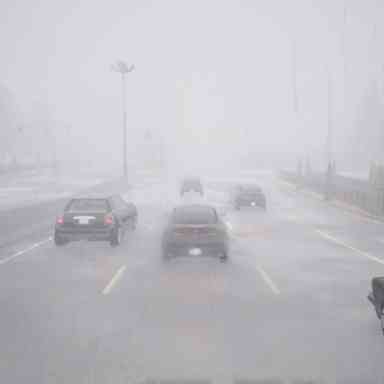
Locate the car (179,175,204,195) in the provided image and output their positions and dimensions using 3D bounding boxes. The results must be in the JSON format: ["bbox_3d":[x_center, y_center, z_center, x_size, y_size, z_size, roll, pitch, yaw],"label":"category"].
[{"bbox_3d":[-0.020,-0.677,28.622,1.837,1.490,4.892,0,7,0],"label":"car"}]

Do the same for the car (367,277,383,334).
[{"bbox_3d":[3.595,1.536,2.918,1.895,1.301,4.718,0,2,0],"label":"car"}]

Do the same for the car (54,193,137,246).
[{"bbox_3d":[-3.427,0.815,12.663,2.097,1.767,4.553,0,4,0],"label":"car"}]

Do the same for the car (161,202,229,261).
[{"bbox_3d":[0.079,1.096,10.695,1.837,1.490,4.892,0,4,0],"label":"car"}]

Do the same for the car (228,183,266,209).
[{"bbox_3d":[3.528,0.181,21.623,1.837,1.490,4.892,0,6,0],"label":"car"}]
